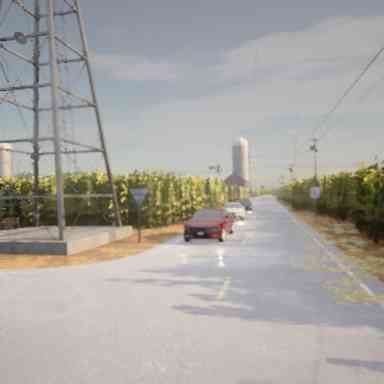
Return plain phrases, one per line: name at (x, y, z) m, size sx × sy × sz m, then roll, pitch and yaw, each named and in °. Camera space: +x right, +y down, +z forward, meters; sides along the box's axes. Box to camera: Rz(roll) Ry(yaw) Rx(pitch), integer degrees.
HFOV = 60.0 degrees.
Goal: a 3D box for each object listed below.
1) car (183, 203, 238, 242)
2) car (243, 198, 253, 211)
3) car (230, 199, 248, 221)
car at (0.984, 1.568, 17.158) m, size 1.882 × 1.535 × 5.008 m, roll -1°, pitch 0°, yaw 14°
car at (6.629, 1.607, 42.360) m, size 1.837 × 1.490 × 4.892 m, roll -1°, pitch 0°, yaw 13°
car at (3.512, 1.620, 28.314) m, size 1.812 × 1.442 × 4.674 m, roll -1°, pitch -1°, yaw 13°
